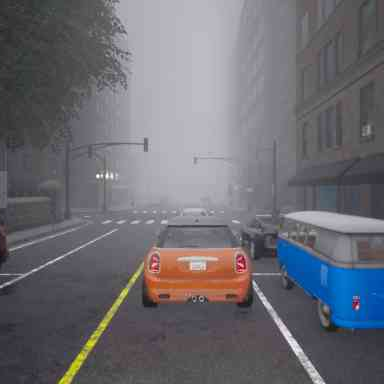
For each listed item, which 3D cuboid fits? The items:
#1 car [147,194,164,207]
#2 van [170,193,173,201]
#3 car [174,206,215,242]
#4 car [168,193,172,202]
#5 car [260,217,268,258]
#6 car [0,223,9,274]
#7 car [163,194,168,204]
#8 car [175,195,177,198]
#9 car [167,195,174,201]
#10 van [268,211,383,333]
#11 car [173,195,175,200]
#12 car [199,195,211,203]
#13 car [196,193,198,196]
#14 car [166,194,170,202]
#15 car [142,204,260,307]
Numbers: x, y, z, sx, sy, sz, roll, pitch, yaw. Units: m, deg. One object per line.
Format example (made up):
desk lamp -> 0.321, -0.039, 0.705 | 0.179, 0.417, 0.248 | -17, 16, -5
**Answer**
car -> -5.670, 1.498, 50.038 | 1.752, 1.417, 4.829 | 0, 0, 0
van -> -5.671, 1.311, 72.011 | 1.690, 1.788, 3.998 | 0, 0, 0
car -> 0.101, 1.521, 17.114 | 1.812, 1.442, 4.674 | 0, 0, 0
car -> -5.671, 1.514, 66.560 | 1.887, 1.381, 4.507 | 0, 0, 0
car -> 2.856, 1.563, 12.220 | 1.947, 1.339, 4.313 | 0, 0, 0
car -> -5.669, 1.314, 6.519 | 2.192, 1.841, 5.009 | 0, 0, 0
car -> -5.670, 1.521, 55.658 | 2.008, 1.369, 4.403 | 0, 0, 0
car -> -5.672, 1.289, 82.913 | 2.192, 1.841, 5.009 | 0, 0, 0
car -> -5.671, 1.503, 88.193 | 1.752, 1.417, 4.829 | 0, 0, 0
van -> 2.856, 1.340, 6.559 | 1.690, 1.788, 3.998 | 0, 0, 0
car -> -5.671, 1.523, 77.462 | 2.008, 1.369, 4.403 | 0, 0, 0
car -> 2.854, 1.410, 66.596 | 1.967, 1.590, 4.097 | 0, 0, 0
car -> 2.853, 1.506, 94.009 | 1.752, 1.417, 4.829 | 0, 0, 0
car -> -5.671, 1.514, 61.109 | 1.887, 1.381, 4.507 | 0, 0, 0
car -> 0.102, 1.351, 8.113 | 2.097, 1.767, 4.553 | 0, 0, 0
